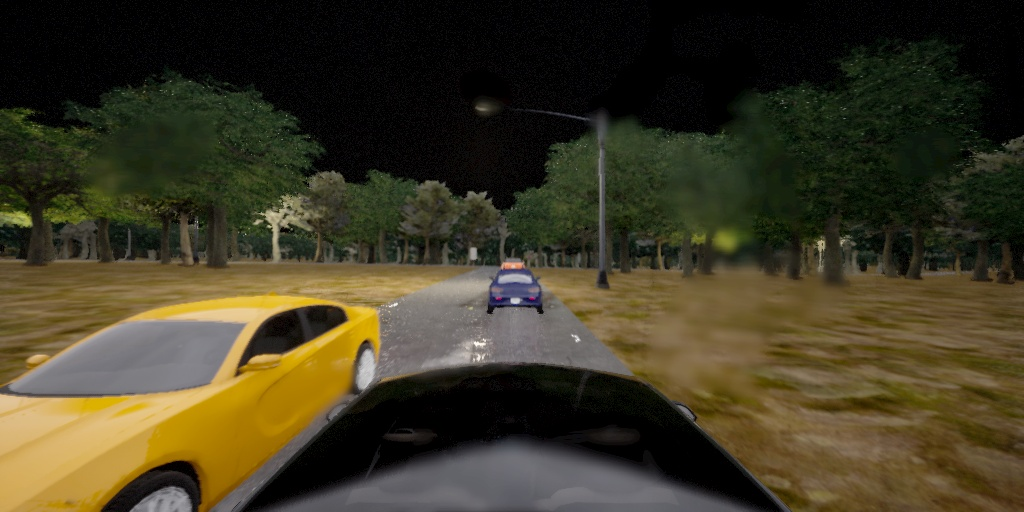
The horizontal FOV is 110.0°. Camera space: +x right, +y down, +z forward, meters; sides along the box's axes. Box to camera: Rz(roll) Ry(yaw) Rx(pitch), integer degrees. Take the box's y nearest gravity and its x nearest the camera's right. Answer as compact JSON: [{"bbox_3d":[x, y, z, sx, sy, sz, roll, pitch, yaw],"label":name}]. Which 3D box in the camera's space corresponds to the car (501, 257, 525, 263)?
[{"bbox_3d":[0.113,0.900,32.280,2.097,1.767,4.553,0,0,0],"label":"car"}]

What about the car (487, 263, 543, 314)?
[{"bbox_3d":[0.105,1.159,13.109,1.812,1.442,4.674,0,1,0],"label":"car"}]

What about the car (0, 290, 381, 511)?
[{"bbox_3d":[-2.999,1.207,3.658,1.882,1.535,5.008,0,1,0],"label":"car"}]
